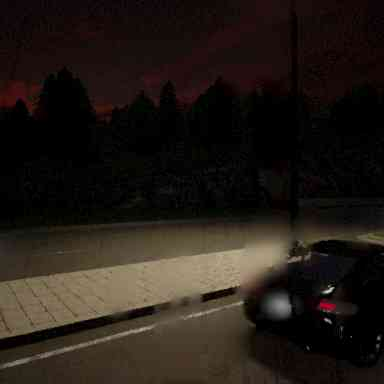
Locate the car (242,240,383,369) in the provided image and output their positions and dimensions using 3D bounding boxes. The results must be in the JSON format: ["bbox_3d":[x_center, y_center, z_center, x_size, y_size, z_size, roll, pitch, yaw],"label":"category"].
[{"bbox_3d":[2.881,1.563,5.801,4.181,1.385,1.994,0,0,-35],"label":"car"}]
